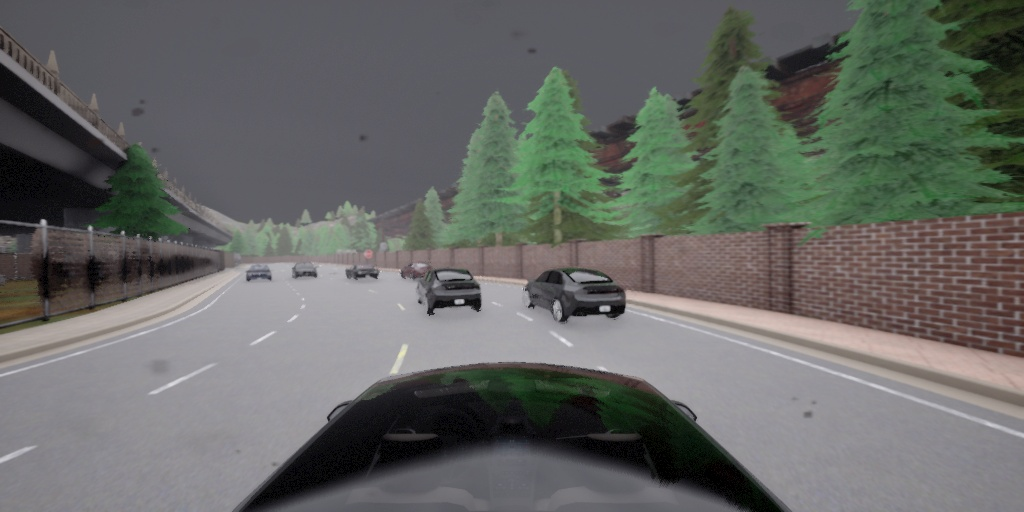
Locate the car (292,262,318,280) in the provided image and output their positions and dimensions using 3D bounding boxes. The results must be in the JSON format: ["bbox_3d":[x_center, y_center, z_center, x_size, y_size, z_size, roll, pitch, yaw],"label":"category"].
[{"bbox_3d":[-19.816,1.381,34.263,1.837,1.490,4.892,-2,1,-35],"label":"car"}]

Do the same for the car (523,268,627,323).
[{"bbox_3d":[1.787,1.122,11.649,1.837,1.490,4.892,-1,0,-15],"label":"car"}]

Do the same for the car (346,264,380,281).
[{"bbox_3d":[-12.903,1.359,30.750,1.895,1.301,4.718,-2,1,-35],"label":"car"}]

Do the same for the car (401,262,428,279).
[{"bbox_3d":[-7.621,1.183,29.191,1.812,1.442,4.674,-2,1,-34],"label":"car"}]

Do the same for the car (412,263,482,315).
[{"bbox_3d":[-2.489,1.194,13.576,1.837,1.490,4.892,-1,0,-20],"label":"car"}]

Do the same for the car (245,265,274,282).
[{"bbox_3d":[-22.575,1.504,32.094,2.033,1.411,5.357,-2,1,-35],"label":"car"}]
